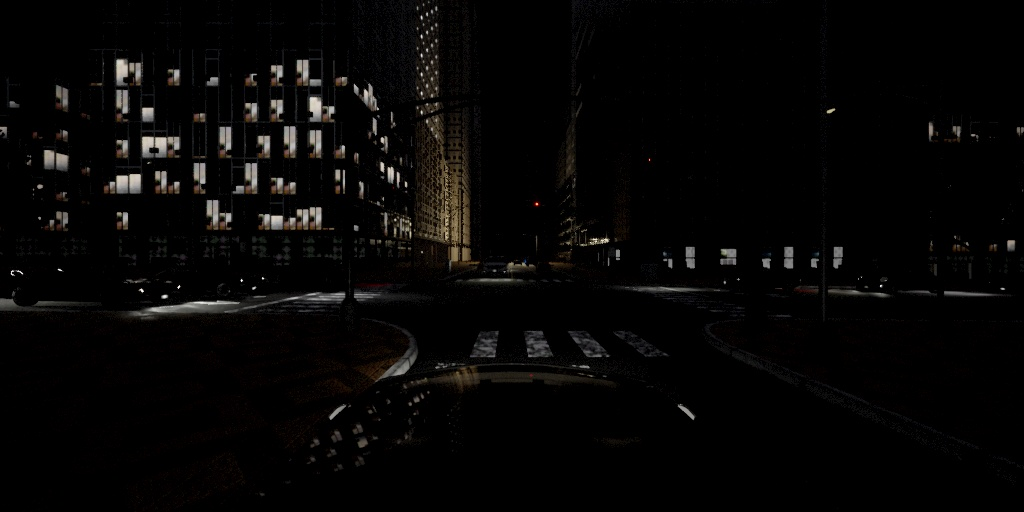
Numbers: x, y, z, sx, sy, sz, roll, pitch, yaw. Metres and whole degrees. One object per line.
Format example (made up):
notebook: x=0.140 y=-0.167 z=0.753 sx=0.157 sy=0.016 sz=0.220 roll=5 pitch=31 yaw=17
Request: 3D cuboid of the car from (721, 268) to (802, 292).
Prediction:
car: x=16.902 y=1.569 z=24.442 sx=4.902 sy=1.511 sz=2.128 roll=1 pitch=0 yaw=-3

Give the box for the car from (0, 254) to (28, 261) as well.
car: x=-22.915 y=0.706 z=15.919 sx=4.553 sy=1.767 sz=2.097 roll=1 pitch=0 yaw=-3

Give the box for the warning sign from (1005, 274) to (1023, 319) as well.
warning sign: x=17.282 y=1.204 z=11.746 sx=1.060 sy=1.860 sz=1.300 roll=0 pitch=0 yaw=-3

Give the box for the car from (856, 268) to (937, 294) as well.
car: x=26.748 y=1.606 z=24.889 sx=4.553 sy=1.767 sz=2.097 roll=1 pitch=0 yaw=-3

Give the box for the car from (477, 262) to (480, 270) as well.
car: x=-3.990 y=1.342 z=51.056 sx=1.802 sy=1.307 sz=4.207 roll=0 pitch=0 yaw=0

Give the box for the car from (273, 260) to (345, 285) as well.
car: x=-12.884 y=1.013 z=22.966 sx=5.008 sy=1.535 sz=1.882 roll=1 pitch=0 yaw=-3

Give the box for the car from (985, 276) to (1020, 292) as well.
car: x=36.763 y=2.035 z=25.339 sx=4.718 sy=1.301 sz=1.895 roll=1 pitch=0 yaw=-2

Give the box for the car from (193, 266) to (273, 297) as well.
car: x=-14.010 y=1.118 z=16.322 sx=4.718 sy=1.301 sz=1.895 roll=1 pitch=0 yaw=-3

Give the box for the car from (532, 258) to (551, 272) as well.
car: x=3.959 y=1.329 z=45.558 sx=1.948 sy=1.339 sz=4.313 roll=0 pitch=0 yaw=0

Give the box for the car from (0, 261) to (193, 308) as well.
car: x=-15.289 y=1.042 z=13.042 sx=5.357 sy=1.411 sz=2.033 roll=1 pitch=0 yaw=0

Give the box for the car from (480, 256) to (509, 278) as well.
car: x=-1.508 y=0.989 z=34.983 sx=2.150 sy=2.045 sz=5.566 roll=0 pitch=0 yaw=1
